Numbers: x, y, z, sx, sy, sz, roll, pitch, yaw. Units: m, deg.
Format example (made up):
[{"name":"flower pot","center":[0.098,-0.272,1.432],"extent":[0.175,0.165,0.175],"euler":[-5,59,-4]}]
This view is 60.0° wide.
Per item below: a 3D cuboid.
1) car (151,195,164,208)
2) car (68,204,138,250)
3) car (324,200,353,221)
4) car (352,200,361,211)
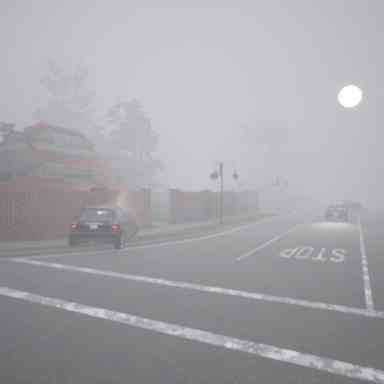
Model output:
[{"name":"car","center":[-6.356,1.261,48.010],"extent":[4.605,1.855,1.932],"euler":[0,0,26]},{"name":"car","center":[-3.916,1.372,15.173],"extent":[2.097,1.767,4.553],"euler":[1,1,-2]},{"name":"car","center":[13.315,1.775,30.465],"extent":[2.128,1.511,4.902],"euler":[0,-1,27]},{"name":"car","center":[22.609,1.943,48.560],"extent":[1.837,1.490,4.892],"euler":[3,-1,-8]}]
